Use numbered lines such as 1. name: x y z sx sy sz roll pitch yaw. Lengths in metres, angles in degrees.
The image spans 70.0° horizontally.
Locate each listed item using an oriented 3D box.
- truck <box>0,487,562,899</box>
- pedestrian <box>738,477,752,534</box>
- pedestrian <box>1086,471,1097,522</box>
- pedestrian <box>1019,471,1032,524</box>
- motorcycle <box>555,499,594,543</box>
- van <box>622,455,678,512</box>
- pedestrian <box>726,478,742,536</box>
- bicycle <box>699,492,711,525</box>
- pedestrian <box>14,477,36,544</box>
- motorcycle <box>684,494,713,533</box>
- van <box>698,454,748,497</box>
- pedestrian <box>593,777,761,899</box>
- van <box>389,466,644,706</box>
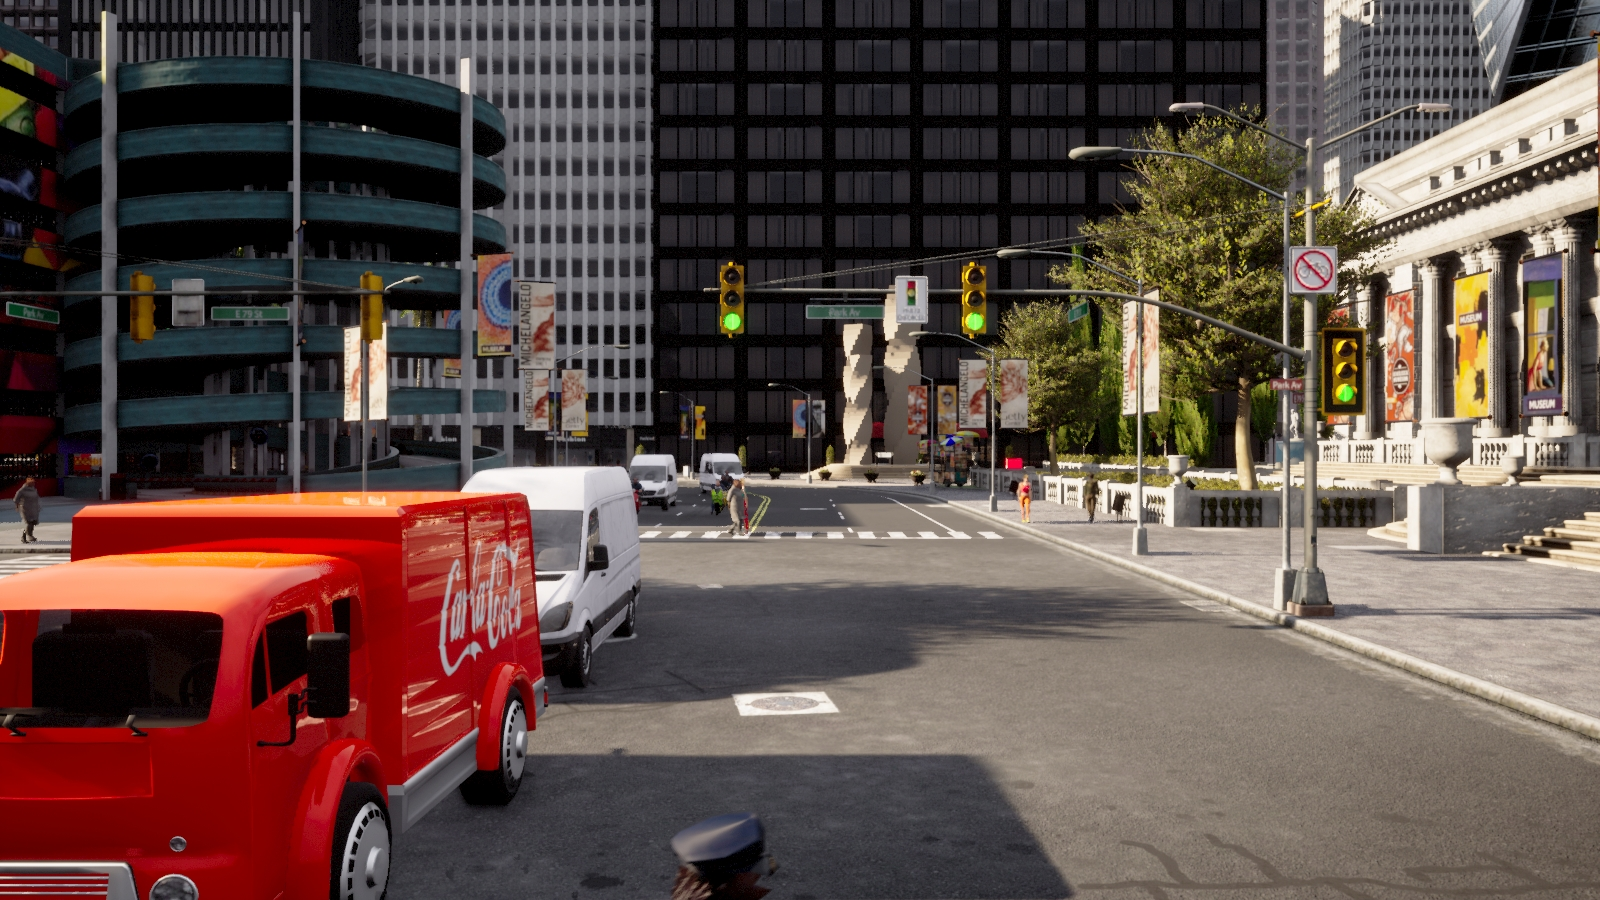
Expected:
1. truck: -3.498 1.567 7.868 2.627 2.467 5.204 0 0 0
2. pedestrian: -1.827 1.835 38.005 0.375 1.860 0.375 0 0 8
3. pedestrian: 10.593 1.682 41.524 0.375 1.860 0.375 0 0 15
4. pedestrian: 8.026 1.680 40.667 0.375 1.860 0.375 0 0 1
5. motorcycle: -6.928 2.170 35.240 0.856 1.236 1.805 0 0 0
6. van: -7.066 1.516 54.400 1.988 2.561 5.915 0 0 -1
7. pedestrian: -2.141 1.835 36.927 0.375 1.860 0.375 0 0 29
8. bicycle: -3.555 2.195 42.953 0.329 1.171 1.835 0 0 -1
9. pedestrian: -21.773 1.687 32.099 0.375 1.860 0.375 0 0 20
10. motorcycle: -3.469 2.168 39.313 0.856 1.236 1.805 0 0 -1
11. van: -4.803 1.512 70.721 1.988 2.561 5.915 0 0 -15
12. pedestrian: -0.329 1.847 2.976 0.375 1.860 0.375 0 0 -16
13. van: -3.510 1.529 15.489 1.988 2.561 5.915 0 0 0
